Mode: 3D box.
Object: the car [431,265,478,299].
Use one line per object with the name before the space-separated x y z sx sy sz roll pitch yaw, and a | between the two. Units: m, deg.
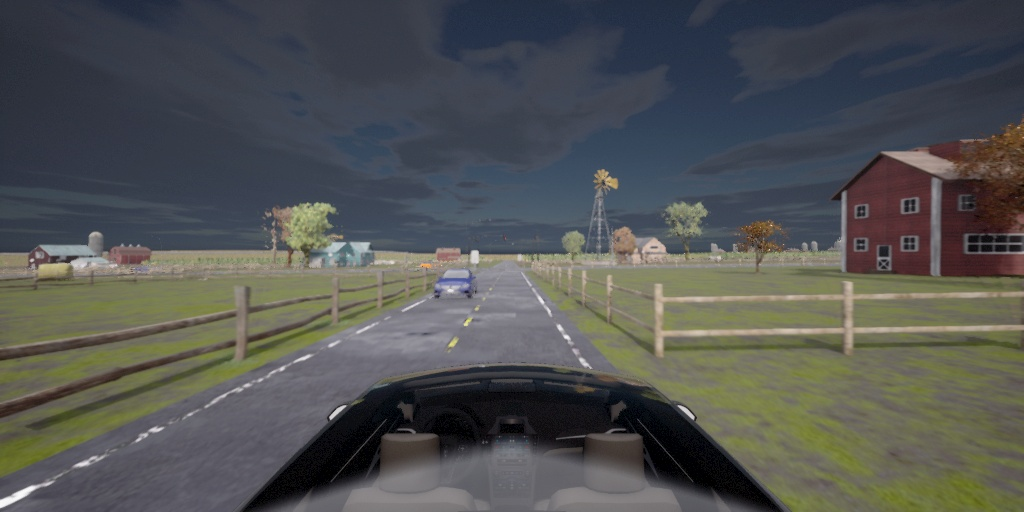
car | -2.850 1.386 18.997 1.812 1.442 4.674 0 0 0
